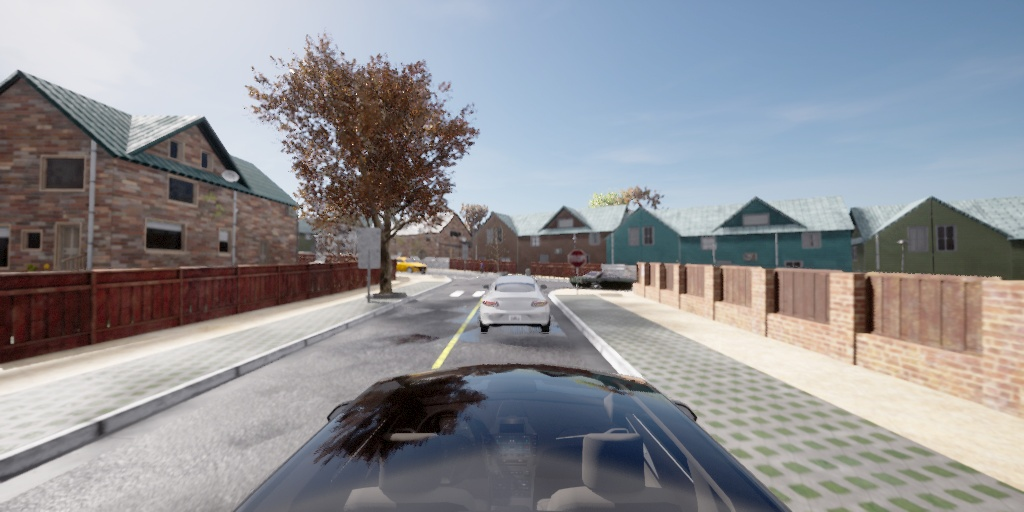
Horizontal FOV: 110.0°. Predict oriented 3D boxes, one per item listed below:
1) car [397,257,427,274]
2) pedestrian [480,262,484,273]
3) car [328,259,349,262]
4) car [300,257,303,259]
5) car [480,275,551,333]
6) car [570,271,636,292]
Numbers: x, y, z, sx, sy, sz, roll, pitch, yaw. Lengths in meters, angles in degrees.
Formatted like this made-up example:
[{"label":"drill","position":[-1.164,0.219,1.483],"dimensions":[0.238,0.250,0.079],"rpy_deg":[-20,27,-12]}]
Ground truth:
[{"label":"car","position":[-10.551,0.914,35.482],"dimensions":[5.008,1.535,1.882],"rpy_deg":[2,0,32]},{"label":"pedestrian","position":[-3.131,1.174,37.744],"dimensions":[0.375,1.300,0.375],"rpy_deg":[-1,-5,32]},{"label":"car","position":[-19.054,0.595,40.818],"dimensions":[5.008,1.535,1.882],"rpy_deg":[2,0,32]},{"label":"car","position":[-28.886,0.359,46.989],"dimensions":[4.718,1.301,1.895],"rpy_deg":[2,0,32]},{"label":"car","position":[0.088,1.293,10.710],"dimensions":[1.812,1.442,4.674],"rpy_deg":[0,0,0]},{"label":"car","position":[6.310,1.697,23.474],"dimensions":[4.718,1.301,1.895],"rpy_deg":[3,-1,-15]}]
